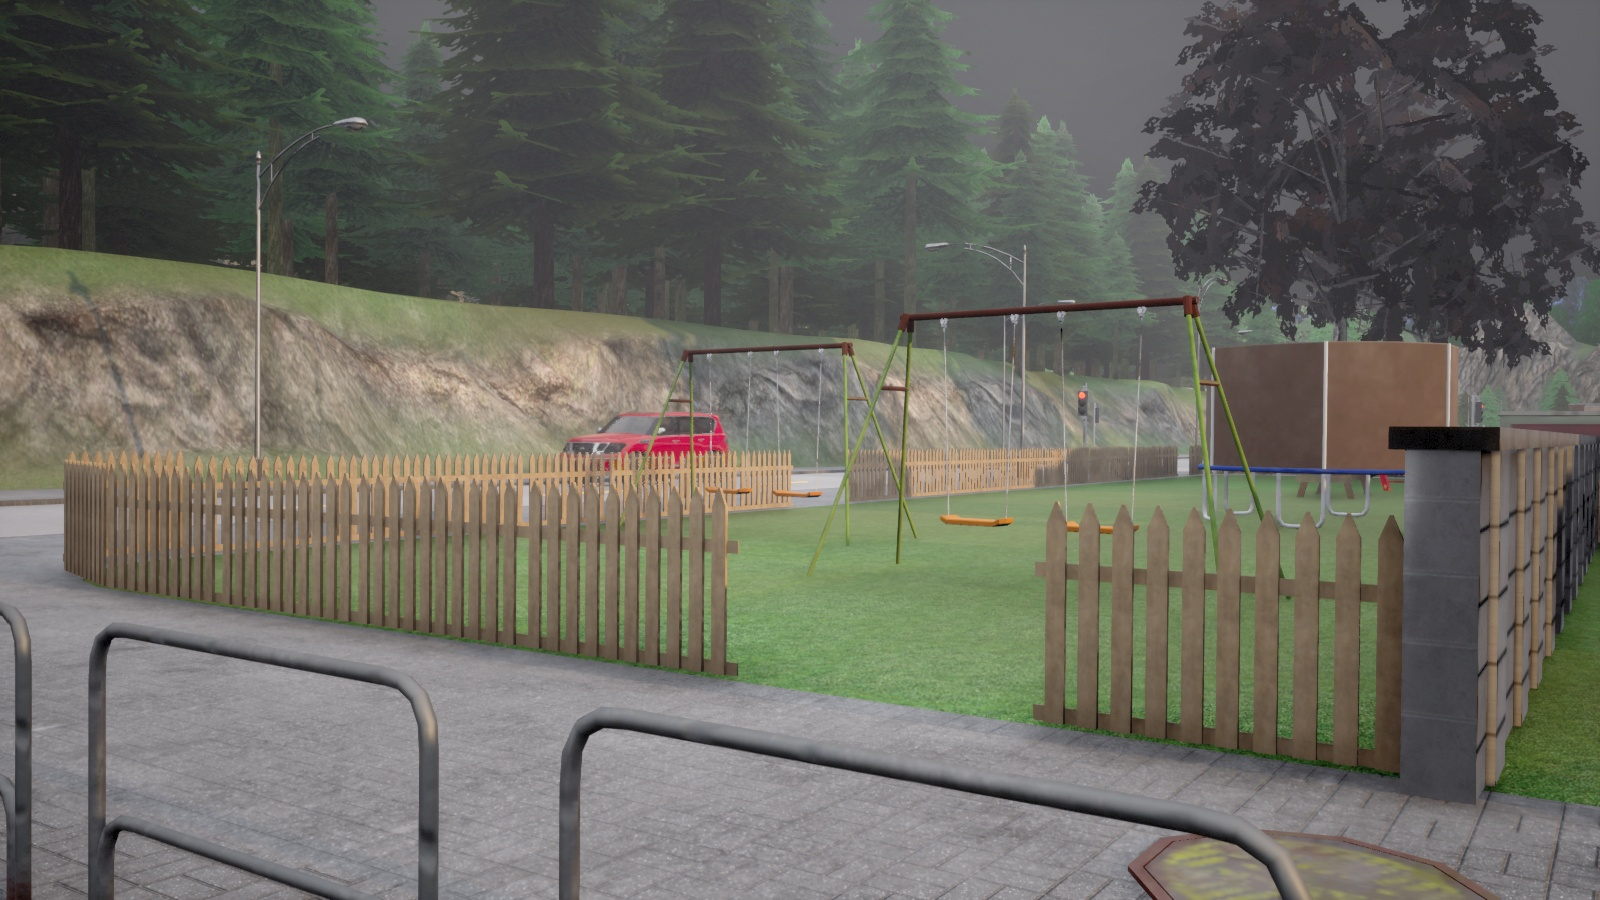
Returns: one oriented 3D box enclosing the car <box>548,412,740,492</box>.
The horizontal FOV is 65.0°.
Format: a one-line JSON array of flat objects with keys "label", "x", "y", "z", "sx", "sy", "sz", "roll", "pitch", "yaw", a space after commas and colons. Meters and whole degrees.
[{"label": "car", "x": -4.211, "y": 0.012, "z": 34.903, "sx": 2.150, "sy": 2.045, "sz": 5.566, "roll": 0, "pitch": 1, "yaw": 34}]
